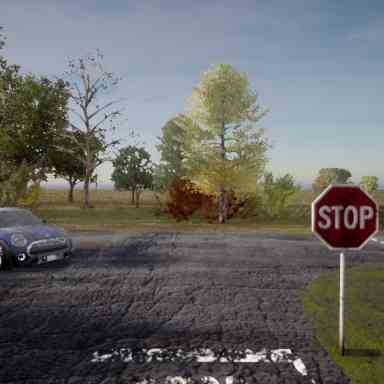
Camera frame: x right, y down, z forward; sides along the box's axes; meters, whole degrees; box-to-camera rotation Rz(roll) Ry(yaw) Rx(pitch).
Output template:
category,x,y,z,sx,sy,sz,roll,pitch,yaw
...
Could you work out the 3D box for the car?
category,x,y,z,sx,sy,sz,roll,pitch,yaw
car,-6.054,1.325,10.992,4.553,1.767,2.097,1,1,31
